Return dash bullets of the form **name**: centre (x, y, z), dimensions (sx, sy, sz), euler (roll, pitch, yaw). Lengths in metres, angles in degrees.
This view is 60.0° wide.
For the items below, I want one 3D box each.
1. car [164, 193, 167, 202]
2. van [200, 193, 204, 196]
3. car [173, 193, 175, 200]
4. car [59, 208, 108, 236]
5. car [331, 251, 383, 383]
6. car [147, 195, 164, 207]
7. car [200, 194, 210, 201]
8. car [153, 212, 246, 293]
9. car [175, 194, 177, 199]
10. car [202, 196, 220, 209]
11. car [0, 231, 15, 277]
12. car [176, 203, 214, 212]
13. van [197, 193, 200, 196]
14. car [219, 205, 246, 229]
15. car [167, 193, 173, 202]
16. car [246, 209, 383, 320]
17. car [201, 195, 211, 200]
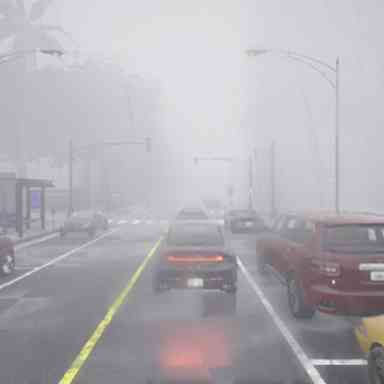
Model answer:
- **car**: centre (-5.744, 1.402, 55.422), dimensions (1.967, 1.590, 4.097), euler (0, 0, 0)
- **van**: centre (2.783, 1.297, 60.819), dimensions (1.690, 1.788, 3.998), euler (0, 0, 0)
- **car**: centre (-5.736, 1.247, 77.104), dimensions (2.192, 1.841, 5.009), euler (0, 0, 0)
- **car**: centre (-5.758, 1.574, 18.143), dimensions (1.802, 1.307, 4.206), euler (0, 0, 0)
- **car**: centre (2.761, 1.525, 2.016), dimensions (1.752, 1.417, 4.829), euler (0, 0, 0)
- **car**: centre (-5.746, 1.518, 50.002), dimensions (2.008, 1.369, 4.403), euler (0, 0, 0)
- **car**: centre (2.782, 1.487, 55.569), dimensions (1.752, 1.417, 4.829), euler (0, 0, 0)
- **car**: centre (0.080, 1.502, 8.851), dimensions (1.837, 1.490, 4.892), euler (0, 0, 0)
- **car**: centre (-5.731, 1.440, 87.774), dimensions (1.752, 1.417, 4.829), euler (0, 0, 0)
- **car**: centre (2.778, 1.538, 44.558), dimensions (1.947, 1.339, 4.313), euler (0, 0, 0)
- **car**: centre (-5.762, 1.438, 7.290), dimensions (1.967, 1.590, 4.097), euler (0, 0, 0)
- **car**: centre (0.010, 1.556, 18.879), dimensions (1.994, 1.385, 4.181), euler (0, 0, 0)
- **van**: centre (2.792, 1.265, 82.501), dimensions (1.690, 1.788, 3.998), euler (0, 0, 0)
- **car**: centre (2.768, 1.558, 18.122), dimensions (1.947, 1.339, 4.313), euler (0, 0, 0)
- **car**: centre (-5.738, 1.381, 71.683), dimensions (1.967, 1.590, 4.097), euler (0, 0, 0)
- **car**: centre (2.762, 1.313, 7.271), dimensions (2.192, 1.841, 5.009), euler (0, 0, 0)
- **car**: centre (2.780, 1.533, 49.979), dimensions (1.947, 1.339, 4.313), euler (0, 0, 0)
